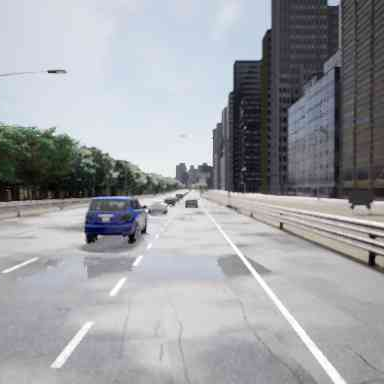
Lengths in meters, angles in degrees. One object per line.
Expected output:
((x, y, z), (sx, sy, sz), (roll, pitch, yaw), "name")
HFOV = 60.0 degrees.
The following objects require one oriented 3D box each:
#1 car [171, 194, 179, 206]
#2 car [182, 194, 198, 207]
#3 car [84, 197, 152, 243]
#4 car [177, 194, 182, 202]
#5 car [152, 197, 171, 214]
((-3.693, 1.575, 55.905), (1.837, 1.490, 4.892), (0, 0, 0), "car")
((-0.070, 1.552, 52.343), (2.128, 1.511, 4.902), (0, 0, 0), "car")
((-3.523, 1.228, 16.273), (2.150, 2.045, 5.566), (0, 0, 0), "car")
((-3.844, 1.672, 76.452), (1.994, 1.385, 4.181), (0, 0, 0), "car")
((-3.589, 1.557, 35.893), (1.812, 1.442, 4.674), (0, 0, 0), "car")
